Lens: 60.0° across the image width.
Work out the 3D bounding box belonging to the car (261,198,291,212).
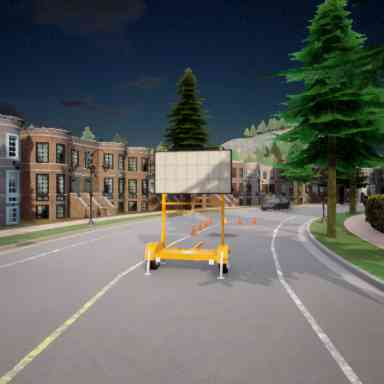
[{"bbox_3d":[9.832,1.505,38.804,1.837,1.490,4.892,-1,0,43],"label":"car"}]

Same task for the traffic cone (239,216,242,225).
[{"bbox_3d":[3.266,1.954,22.776,0.340,0.580,0.340,0,0,12],"label":"traffic cone"}]

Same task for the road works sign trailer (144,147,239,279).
[{"bbox_3d":[0.058,0.464,10.169,2.380,3.560,2.880,0,0,12],"label":"road works sign trailer"}]

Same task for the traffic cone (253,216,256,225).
[{"bbox_3d":[4.243,1.955,22.569,0.340,0.580,0.340,0,0,12],"label":"traffic cone"}]
